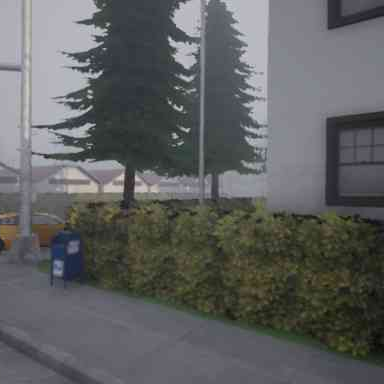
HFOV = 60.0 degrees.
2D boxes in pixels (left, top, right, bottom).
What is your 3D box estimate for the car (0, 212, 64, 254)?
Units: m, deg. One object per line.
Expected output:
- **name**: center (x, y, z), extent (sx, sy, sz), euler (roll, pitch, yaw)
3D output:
- **car**: center (-5.912, 1.505, 12.611), extent (5.008, 1.535, 1.882), euler (1, -4, -30)
